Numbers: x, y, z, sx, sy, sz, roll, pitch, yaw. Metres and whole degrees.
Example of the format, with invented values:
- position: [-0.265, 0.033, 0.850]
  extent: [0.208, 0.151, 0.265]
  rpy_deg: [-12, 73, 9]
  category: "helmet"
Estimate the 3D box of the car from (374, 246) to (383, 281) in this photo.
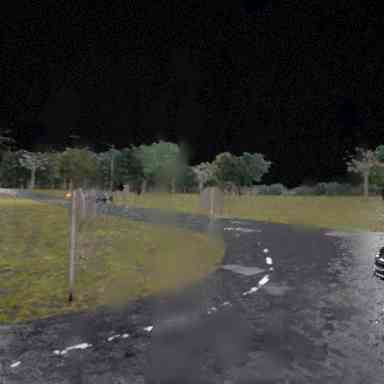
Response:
- position: [6.587, 1.505, 8.545]
  extent: [4.892, 1.490, 1.837]
  rpy_deg: [0, 0, -35]
  category: "car"

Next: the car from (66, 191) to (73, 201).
- position: [-20.251, 0.667, 57.508]
  extent: [2.097, 1.767, 4.553]
  rpy_deg: [2, 0, -35]
  category: "car"

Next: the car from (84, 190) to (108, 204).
- position: [-14.263, 0.734, 49.056]
  extent: [2.150, 2.045, 5.566]
  rpy_deg: [2, 0, -35]
  category: "car"
